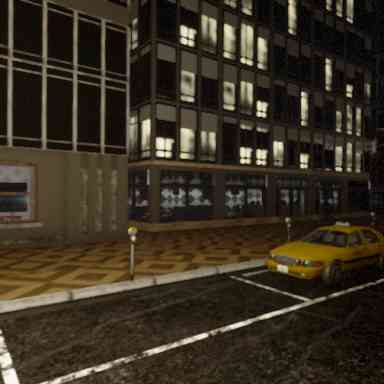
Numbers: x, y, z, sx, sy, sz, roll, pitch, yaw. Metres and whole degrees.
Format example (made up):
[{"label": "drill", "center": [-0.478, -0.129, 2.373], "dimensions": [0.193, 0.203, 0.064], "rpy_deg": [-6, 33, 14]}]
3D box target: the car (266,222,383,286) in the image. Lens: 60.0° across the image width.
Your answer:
[{"label": "car", "center": [4.185, 1.565, 9.535], "dimensions": [4.829, 1.417, 1.752], "rpy_deg": [0, 0, -35]}]
